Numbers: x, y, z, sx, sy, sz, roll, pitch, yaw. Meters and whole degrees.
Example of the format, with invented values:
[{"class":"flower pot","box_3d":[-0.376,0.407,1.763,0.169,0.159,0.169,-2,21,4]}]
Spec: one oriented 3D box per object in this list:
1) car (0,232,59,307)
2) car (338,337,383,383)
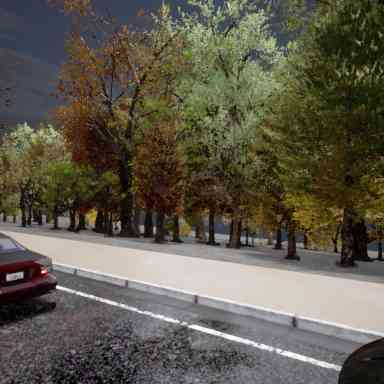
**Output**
[{"class":"car","box_3d":[-5.163,1.546,7.397,5.357,1.411,2.033,0,0,36]},{"class":"car","box_3d":[3.266,1.478,1.339,5.008,1.535,1.882,0,0,36]}]
